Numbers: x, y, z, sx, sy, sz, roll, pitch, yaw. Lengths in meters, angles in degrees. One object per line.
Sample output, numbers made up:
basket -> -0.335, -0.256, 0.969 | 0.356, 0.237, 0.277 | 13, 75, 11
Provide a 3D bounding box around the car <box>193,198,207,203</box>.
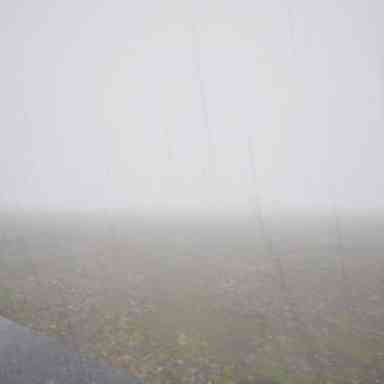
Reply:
car -> 1.774, 2.386, 95.324 | 1.882, 1.535, 5.008 | 1, 0, 36
